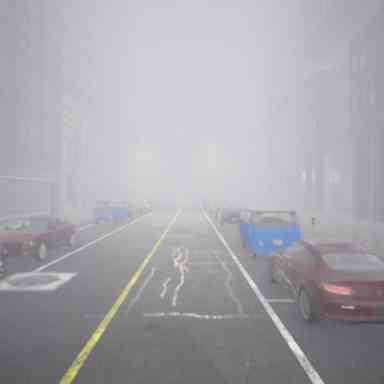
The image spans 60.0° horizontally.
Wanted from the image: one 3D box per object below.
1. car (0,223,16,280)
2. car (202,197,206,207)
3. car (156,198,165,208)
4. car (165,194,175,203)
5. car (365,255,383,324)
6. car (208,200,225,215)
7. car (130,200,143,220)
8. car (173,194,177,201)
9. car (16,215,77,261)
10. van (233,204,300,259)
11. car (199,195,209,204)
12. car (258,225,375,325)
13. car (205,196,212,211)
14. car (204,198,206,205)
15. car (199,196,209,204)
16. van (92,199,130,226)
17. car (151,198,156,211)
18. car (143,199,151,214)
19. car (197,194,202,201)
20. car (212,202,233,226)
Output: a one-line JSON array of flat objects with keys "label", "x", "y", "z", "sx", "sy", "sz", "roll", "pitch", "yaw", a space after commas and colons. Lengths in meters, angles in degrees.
[{"label": "car", "x": -5.774, "y": 1.465, "z": 6.891, "sx": 1.967, "sy": 1.590, "sz": 4.097, "roll": 0, "pitch": 0, "yaw": 0}, {"label": "car", "x": 2.707, "y": 1.745, "z": 46.123, "sx": 1.802, "sy": 1.307, "sz": 4.206, "roll": 0, "pitch": 0, "yaw": 0}, {"label": "car", "x": -5.825, "y": 1.624, "z": 51.709, "sx": 1.967, "sy": 1.590, "sz": 4.097, "roll": 0, "pitch": 0, "yaw": 0}, {"label": "car", "x": -5.856, "y": 1.831, "z": 79.718, "sx": 1.887, "sy": 1.381, "sz": 4.507, "roll": 0, "pitch": 0, "yaw": 0}, {"label": "car", "x": 2.758, "y": 1.445, "z": 1.309, "sx": 1.967, "sy": 1.590, "sz": 4.097, "roll": 0, "pitch": 0, "yaw": 0}, {"label": "car", "x": 2.726, "y": 1.648, "z": 29.318, "sx": 1.887, "sy": 1.381, "sz": 4.507, "roll": 0, "pitch": 0, "yaw": 0}, {"label": "car", "x": -5.799, "y": 1.649, "z": 29.300, "sx": 1.887, "sy": 1.381, "sz": 4.507, "roll": 0, "pitch": 0, "yaw": 0}, {"label": "car", "x": -5.869, "y": 1.879, "z": 90.923, "sx": 2.008, "sy": 1.369, "sz": 4.403, "roll": 0, "pitch": 0, "yaw": 0}, {"label": "car", "x": -5.780, "y": 1.589, "z": 12.492, "sx": 1.887, "sy": 1.381, "sz": 4.507, "roll": 0, "pitch": 0, "yaw": 0}, {"label": "van", "x": 2.745, "y": 1.385, "z": 12.513, "sx": 1.690, "sy": 1.788, "sz": 3.998, "roll": 0, "pitch": 0, "yaw": 0}, {"label": "car", "x": 2.694, "y": 1.748, "z": 57.326, "sx": 1.887, "sy": 1.381, "sz": 4.507, "roll": 0, "pitch": 0, "yaw": 0}, {"label": "car", "x": 2.752, "y": 1.607, "z": 6.911, "sx": 1.802, "sy": 1.307, "sz": 4.206, "roll": 0, "pitch": 0, "yaw": 0}, {"label": "car", "x": 2.720, "y": 1.564, "z": 34.920, "sx": 1.967, "sy": 1.590, "sz": 4.097, "roll": 0, "pitch": 0, "yaw": 0}, {"label": "car", "x": 2.713, "y": 1.669, "z": 40.691, "sx": 1.752, "sy": 1.417, "sz": 4.829, "roll": 0, "pitch": 0, "yaw": 0}, {"label": "car", "x": 2.675, "y": 1.705, "z": 74.132, "sx": 1.967, "sy": 1.590, "sz": 4.097, "roll": 0, "pitch": 0, "yaw": 0}, {"label": "van", "x": -5.793, "y": 1.425, "z": 23.698, "sx": 1.690, "sy": 1.788, "sz": 3.998, "roll": 0, "pitch": 0, "yaw": 0}, {"label": "car", "x": -5.812, "y": 1.669, "z": 40.334, "sx": 1.752, "sy": 1.417, "sz": 4.829, "roll": 0, "pitch": 0, "yaw": 0}, {"label": "car", "x": -5.805, "y": 1.669, "z": 34.901, "sx": 1.887, "sy": 1.381, "sz": 4.507, "roll": 0, "pitch": 0, "yaw": 0}, {"label": "car", "x": 2.681, "y": 1.559, "z": 68.531, "sx": 2.192, "sy": 1.841, "sz": 5.009, "roll": 0, "pitch": 0, "yaw": 0}, {"label": "car", "x": 2.733, "y": 1.629, "z": 23.716, "sx": 1.887, "sy": 1.381, "sz": 4.507, "roll": 0, "pitch": 0, "yaw": 0}]
